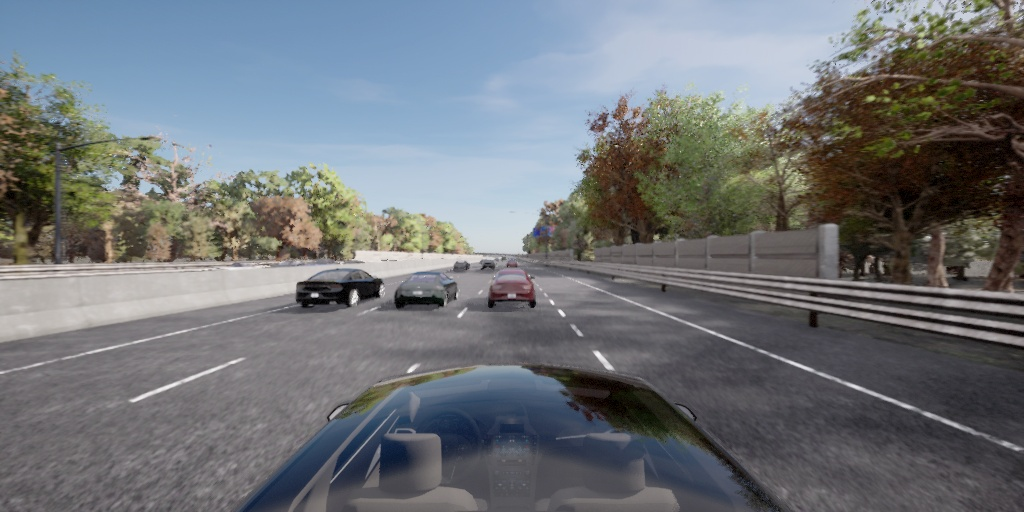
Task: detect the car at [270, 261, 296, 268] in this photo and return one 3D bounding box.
[{"bbox_3d":[-24.564,1.292,39.523,2.128,1.511,4.902,0,0,0],"label":"car"}]

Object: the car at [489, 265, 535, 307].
[{"bbox_3d":[-0.002,1.294,15.448,1.812,1.442,4.674,0,0,0],"label":"car"}]

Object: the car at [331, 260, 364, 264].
[{"bbox_3d":[-17.567,1.307,39.514,1.837,1.490,4.892,0,-1,0],"label":"car"}]

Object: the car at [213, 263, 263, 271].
[{"bbox_3d":[-28.070,1.397,36.811,1.895,1.301,4.718,0,0,0],"label":"car"}]

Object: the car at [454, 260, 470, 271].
[{"bbox_3d":[-7.007,1.307,50.438,2.128,1.511,4.902,0,0,0],"label":"car"}]

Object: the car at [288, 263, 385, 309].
[{"bbox_3d":[-7.004,1.246,15.205,1.882,1.535,5.008,0,0,0],"label":"car"}]

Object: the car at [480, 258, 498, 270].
[{"bbox_3d":[-3.503,1.328,54.807,1.837,1.490,4.892,0,0,0],"label":"car"}]

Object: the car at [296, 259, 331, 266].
[{"bbox_3d":[-21.064,1.152,39.502,2.097,1.767,4.553,0,0,0],"label":"car"}]

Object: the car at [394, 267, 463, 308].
[{"bbox_3d":[-3.502,1.332,15.310,1.994,1.385,4.181,0,0,0],"label":"car"}]
